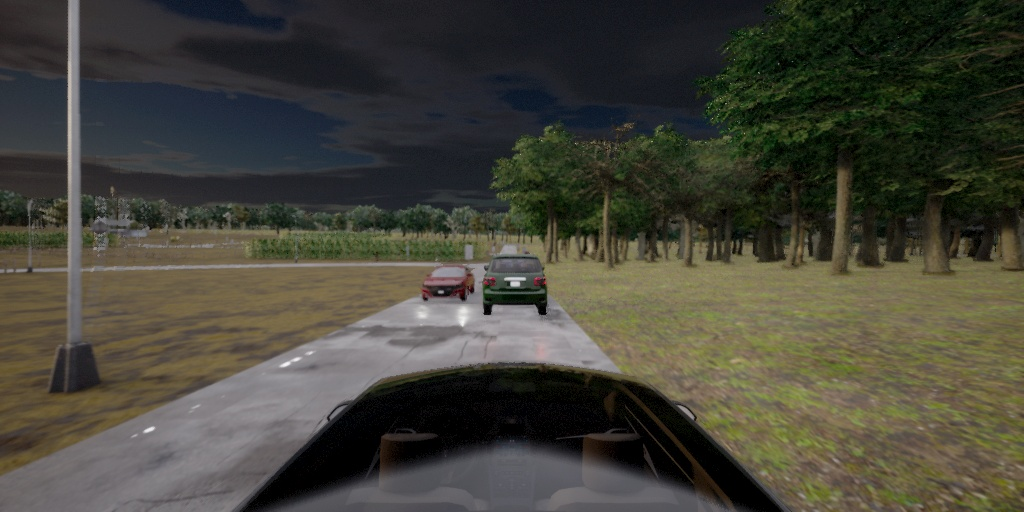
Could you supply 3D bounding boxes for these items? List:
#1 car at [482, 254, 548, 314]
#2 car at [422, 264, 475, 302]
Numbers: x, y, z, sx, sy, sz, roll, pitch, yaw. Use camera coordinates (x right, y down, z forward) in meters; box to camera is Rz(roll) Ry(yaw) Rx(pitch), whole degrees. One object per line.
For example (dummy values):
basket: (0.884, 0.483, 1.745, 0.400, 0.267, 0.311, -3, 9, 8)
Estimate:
car: (0.100, 0.929, 13.687, 2.150, 2.045, 5.566, 0, 0, 0)
car: (-2.851, 1.167, 16.897, 1.882, 1.535, 5.008, 0, 0, 0)
